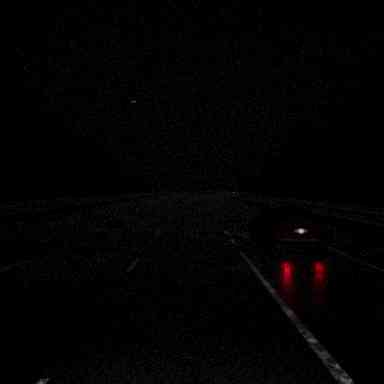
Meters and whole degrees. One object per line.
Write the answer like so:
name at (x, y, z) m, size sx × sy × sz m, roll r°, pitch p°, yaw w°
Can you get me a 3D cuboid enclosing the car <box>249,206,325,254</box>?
car at (3.532, 1.330, 13.045) m, size 2.033 × 1.649 × 4.856 m, roll 0°, pitch 0°, yaw 0°
